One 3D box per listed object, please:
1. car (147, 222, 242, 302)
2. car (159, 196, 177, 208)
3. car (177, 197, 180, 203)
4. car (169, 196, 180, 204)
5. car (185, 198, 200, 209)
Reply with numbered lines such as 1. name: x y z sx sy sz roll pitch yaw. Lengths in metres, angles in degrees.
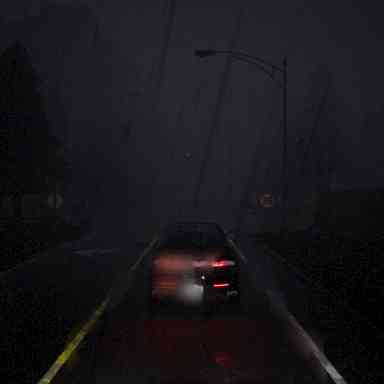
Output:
1. car: 0.064 1.492 8.222 2.128 1.511 4.902 0 0 1
2. car: -3.530 1.526 46.821 1.812 1.442 4.674 0 0 0
3. car: -3.520 1.478 56.110 1.882 1.535 5.008 0 0 0
4. car: -3.452 1.564 66.081 1.994 1.385 4.181 0 0 1
5. car: 0.110 1.564 46.147 1.994 1.385 4.181 0 0 1
